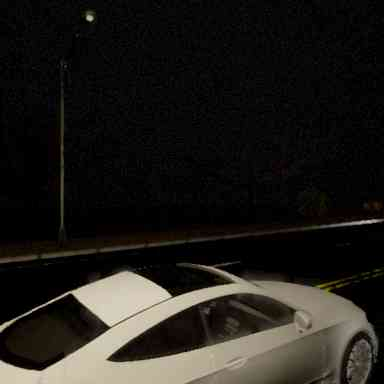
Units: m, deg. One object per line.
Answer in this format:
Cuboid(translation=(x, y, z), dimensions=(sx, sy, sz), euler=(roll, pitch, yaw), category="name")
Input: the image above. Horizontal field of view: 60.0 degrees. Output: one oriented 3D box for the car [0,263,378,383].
Cuboid(translation=(0.068, 1.523, 3.490), dimensions=(4.674, 1.442, 1.812), euler=(0, 0, -35), category="car")
